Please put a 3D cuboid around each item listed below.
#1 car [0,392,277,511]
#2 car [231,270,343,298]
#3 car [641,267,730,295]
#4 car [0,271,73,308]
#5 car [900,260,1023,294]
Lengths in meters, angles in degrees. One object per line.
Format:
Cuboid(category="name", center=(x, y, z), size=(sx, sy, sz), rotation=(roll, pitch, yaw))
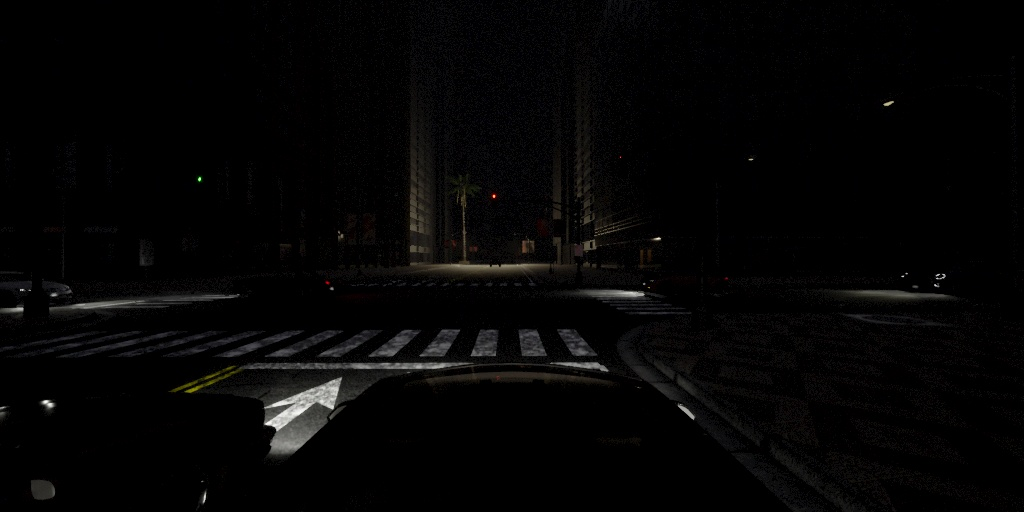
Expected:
Cuboid(category="car", center=(-3.176, 1.297, 0.730), size=(2.033, 1.411, 5.357), rotation=(0, 0, 4))
Cuboid(category="car", center=(-11.362, 1.378, 18.228), size=(4.718, 1.301, 1.895), rotation=(0, 0, -1))
Cuboid(category="car", center=(9.039, 1.295, 18.943), size=(4.181, 1.385, 1.994), rotation=(0, 0, 4))
Cuboid(category="car", center=(-21.381, 1.353, 14.950), size=(4.674, 1.442, 1.812), rotation=(0, 0, 1))
Cuboid(category="car", center=(23.494, 1.032, 18.934), size=(4.553, 1.767, 2.097), rotation=(0, 0, -1))
